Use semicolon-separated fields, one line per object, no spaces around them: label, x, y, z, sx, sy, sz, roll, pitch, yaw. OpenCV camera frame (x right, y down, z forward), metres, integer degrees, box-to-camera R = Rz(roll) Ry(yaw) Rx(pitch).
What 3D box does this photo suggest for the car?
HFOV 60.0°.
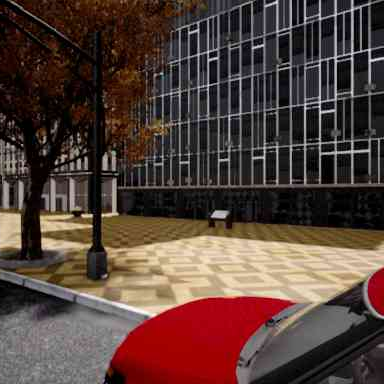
car;1.636;1.315;1.709;5.009;1.841;2.192;0;0;36
